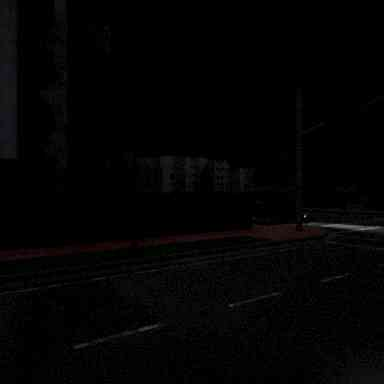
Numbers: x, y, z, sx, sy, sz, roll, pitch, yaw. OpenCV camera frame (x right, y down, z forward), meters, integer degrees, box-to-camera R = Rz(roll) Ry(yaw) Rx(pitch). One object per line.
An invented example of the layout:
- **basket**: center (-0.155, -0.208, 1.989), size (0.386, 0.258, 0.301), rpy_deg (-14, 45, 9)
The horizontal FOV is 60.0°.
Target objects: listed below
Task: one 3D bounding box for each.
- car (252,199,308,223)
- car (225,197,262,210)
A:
- **car**: center (6.727, 1.491, 26.027), size (2.128, 1.511, 4.902), rpy_deg (0, 0, -36)
- **car**: center (6.748, 1.491, 44.141), size (2.128, 1.511, 4.902), rpy_deg (0, 0, -31)
